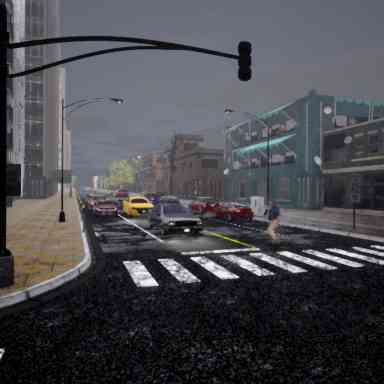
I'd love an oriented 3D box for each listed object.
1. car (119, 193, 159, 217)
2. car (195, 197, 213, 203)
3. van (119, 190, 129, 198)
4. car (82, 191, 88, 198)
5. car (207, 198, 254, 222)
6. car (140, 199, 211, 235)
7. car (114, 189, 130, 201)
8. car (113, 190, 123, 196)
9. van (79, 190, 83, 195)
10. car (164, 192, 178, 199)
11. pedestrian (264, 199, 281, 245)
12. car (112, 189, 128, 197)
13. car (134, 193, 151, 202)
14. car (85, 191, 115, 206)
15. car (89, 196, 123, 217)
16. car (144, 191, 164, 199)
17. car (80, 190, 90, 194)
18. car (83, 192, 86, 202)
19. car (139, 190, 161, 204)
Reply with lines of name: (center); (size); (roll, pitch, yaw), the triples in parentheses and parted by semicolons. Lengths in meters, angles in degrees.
car: (-4.378, 1.138, 26.923); (1.882, 1.535, 5.008); (0, 1, -20)
car: (1.041, 1.128, 28.971); (1.967, 1.590, 4.097); (1, 0, -20)
van: (-15.639, 0.360, 76.014); (1.690, 1.788, 3.998); (1, 0, -20)
car: (-14.274, 0.942, 47.079); (1.802, 1.307, 4.206); (1, 0, -20)
car: (2.893, 1.338, 23.742); (1.802, 1.307, 4.206); (1, 0, -20)
car: (-1.115, 1.329, 17.694); (2.033, 1.411, 5.357); (0, 1, -20)
car: (-12.746, 0.452, 60.067); (2.150, 2.045, 5.566); (0, 1, -20)
car: (-19.348, 0.301, 86.468); (1.967, 1.590, 4.097); (1, 0, -20)
van: (-21.683, 0.397, 67.985); (1.690, 1.788, 3.998); (1, 0, -20)
car: (-2.668, 1.098, 39.425); (2.008, 1.369, 4.403); (1, 0, -20)
pedestrian: (3.212, 1.159, 13.127); (0.375, 1.860, 0.375); (1, 0, -20)
car: (-7.666, 0.888, 36.207); (2.097, 1.767, 4.553); (0, 1, -19)
car: (-8.285, 0.850, 55.268); (1.752, 1.417, 4.829); (1, 0, -20)
car: (-8.710, 1.016, 31.395); (1.967, 1.590, 4.097); (1, 0, -20)
car: (-6.860, 1.228, 26.170); (1.802, 1.307, 4.206); (1, 0, -20)
car: (-5.143, 0.885, 38.626); (2.097, 1.767, 4.553); (0, 1, -20)
car: (-16.127, 0.831, 52.305); (1.887, 1.381, 4.507); (1, 0, -20)
car: (-12.420, 1.015, 41.849); (1.802, 1.307, 4.206); (1, 0, -20)
car: (-6.370, 0.717, 49.879); (2.192, 1.841, 5.009); (1, 0, -20)
